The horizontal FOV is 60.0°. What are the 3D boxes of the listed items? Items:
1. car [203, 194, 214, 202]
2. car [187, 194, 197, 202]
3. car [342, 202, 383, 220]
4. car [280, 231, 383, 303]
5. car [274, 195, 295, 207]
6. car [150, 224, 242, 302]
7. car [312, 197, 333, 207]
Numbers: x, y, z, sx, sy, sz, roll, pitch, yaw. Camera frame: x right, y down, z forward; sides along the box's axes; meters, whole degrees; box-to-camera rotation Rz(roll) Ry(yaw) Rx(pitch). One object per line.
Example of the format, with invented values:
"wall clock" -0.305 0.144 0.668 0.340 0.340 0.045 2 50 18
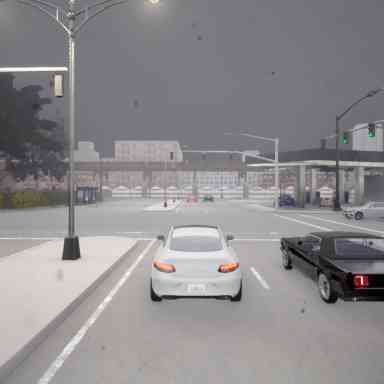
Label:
"car" 3.528 1.257 72.331 2.097 1.767 4.553 0 0 0
"car" 0.028 1.250 72.332 2.097 1.767 4.553 0 0 0
"car" 14.899 1.523 27.498 4.674 1.442 1.812 0 0 -1
"car" 3.591 1.599 8.128 1.895 1.301 4.718 0 0 0
"car" 13.230 1.262 47.682 2.242 1.667 4.611 0 0 0
"car" 0.085 1.517 8.145 1.812 1.442 4.674 0 0 0
"car" 18.975 1.434 48.443 1.970 1.475 3.806 0 0 0
